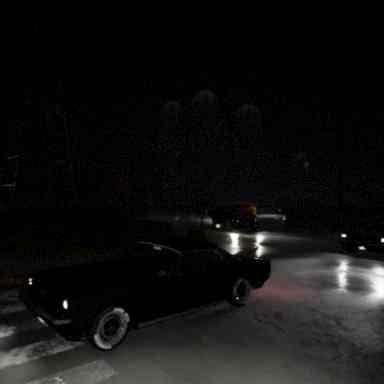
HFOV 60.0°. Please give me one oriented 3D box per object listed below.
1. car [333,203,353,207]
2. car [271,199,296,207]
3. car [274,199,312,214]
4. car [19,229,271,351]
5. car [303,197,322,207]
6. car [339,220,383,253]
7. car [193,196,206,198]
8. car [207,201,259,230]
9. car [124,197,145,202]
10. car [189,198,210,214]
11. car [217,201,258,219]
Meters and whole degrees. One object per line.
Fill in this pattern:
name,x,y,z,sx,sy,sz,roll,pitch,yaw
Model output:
car,22.267,2.347,49.519,4.674,1.442,1.812,2,0,-37
car,19.728,2.322,71.951,2.242,1.667,4.611,2,0,-42
car,12.186,1.997,40.746,4.902,1.511,2.128,2,0,-41
car,-0.583,1.611,6.380,4.718,1.301,1.895,2,0,-42
car,18.102,2.029,52.731,1.932,1.855,4.605,2,0,-42
car,8.152,1.886,14.164,4.718,1.301,1.895,2,0,-41
car,1.681,1.587,55.835,1.905,1.878,3.866,2,0,-42
car,2.787,1.647,22.536,1.882,1.535,5.008,2,0,-14
car,-8.001,1.472,46.434,1.816,1.474,4.193,2,0,-42
car,1.452,1.715,37.629,1.784,1.438,3.905,2,0,-42
car,4.551,1.738,32.827,1.882,1.535,5.008,1,0,36
